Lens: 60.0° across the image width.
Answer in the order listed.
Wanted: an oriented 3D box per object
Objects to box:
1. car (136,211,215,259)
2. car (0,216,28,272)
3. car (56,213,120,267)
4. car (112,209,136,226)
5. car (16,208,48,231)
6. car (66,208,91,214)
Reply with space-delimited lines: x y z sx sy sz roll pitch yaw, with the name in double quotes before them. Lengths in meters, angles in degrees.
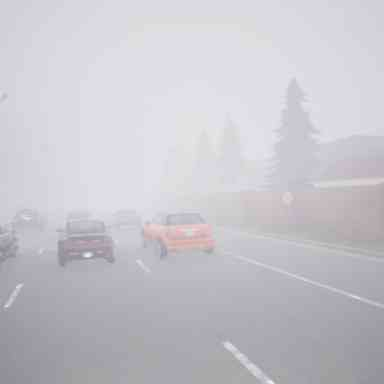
"car" -0.786 1.557 13.936 2.097 1.767 4.553 -1 -1 -19
"car" -7.403 1.852 11.669 2.128 1.511 4.902 -1 -1 -19
"car" -4.119 1.791 12.882 1.837 1.490 4.892 -1 0 -19
"car" -5.158 2.033 26.098 2.033 1.411 5.357 -1 -1 -19
"car" -12.439 2.035 25.708 2.097 1.767 4.553 -1 -1 -19
"car" -9.566 2.112 28.099 1.882 1.535 5.008 -1 0 -19
